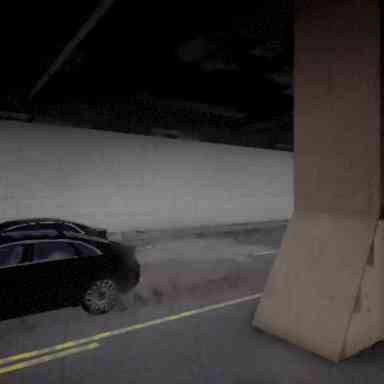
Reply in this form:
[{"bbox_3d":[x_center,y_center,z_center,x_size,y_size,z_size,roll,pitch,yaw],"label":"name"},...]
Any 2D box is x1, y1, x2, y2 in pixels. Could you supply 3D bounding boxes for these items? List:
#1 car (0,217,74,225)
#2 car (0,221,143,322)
[{"bbox_3d":[-4.701,1.505,9.238,4.892,1.490,1.837,0,0,-36],"label":"car"},{"bbox_3d":[-3.287,1.491,5.946,4.902,1.511,2.128,0,0,-36],"label":"car"}]
